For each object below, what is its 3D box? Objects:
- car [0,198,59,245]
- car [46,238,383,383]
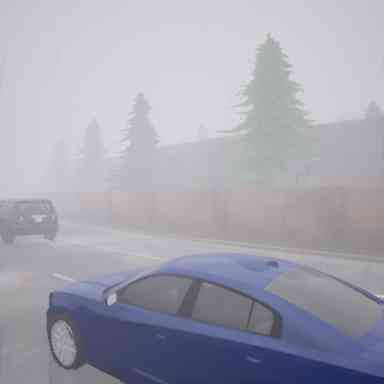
[{"bbox_3d":[-8.622,1.343,16.685,2.150,2.045,5.566,0,0,-43],"label":"car"},{"bbox_3d":[0.195,1.506,4.035,5.008,1.535,1.882,0,0,37],"label":"car"}]
